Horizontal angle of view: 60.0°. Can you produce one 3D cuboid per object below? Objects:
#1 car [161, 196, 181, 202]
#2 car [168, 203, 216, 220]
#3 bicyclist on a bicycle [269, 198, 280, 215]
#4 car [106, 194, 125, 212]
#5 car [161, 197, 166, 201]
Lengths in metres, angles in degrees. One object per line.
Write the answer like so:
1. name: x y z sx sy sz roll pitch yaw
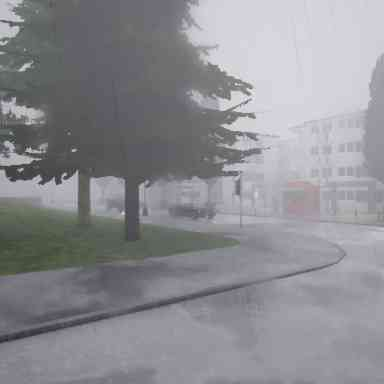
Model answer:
1. car: -5.208 1.689 83.166 4.974 1.542 2.038 0 0 -6
2. car: -0.063 1.607 28.294 1.895 1.301 4.718 0 0 -36
3. bicyclist on a bicycle: 7.855 1.358 31.658 1.656 1.620 0.582 0 0 -36
4. car: -8.461 1.223 40.086 2.150 2.045 5.566 0 1 -35
5. car: -5.260 1.532 83.160 4.536 1.218 1.853 0 0 -6
